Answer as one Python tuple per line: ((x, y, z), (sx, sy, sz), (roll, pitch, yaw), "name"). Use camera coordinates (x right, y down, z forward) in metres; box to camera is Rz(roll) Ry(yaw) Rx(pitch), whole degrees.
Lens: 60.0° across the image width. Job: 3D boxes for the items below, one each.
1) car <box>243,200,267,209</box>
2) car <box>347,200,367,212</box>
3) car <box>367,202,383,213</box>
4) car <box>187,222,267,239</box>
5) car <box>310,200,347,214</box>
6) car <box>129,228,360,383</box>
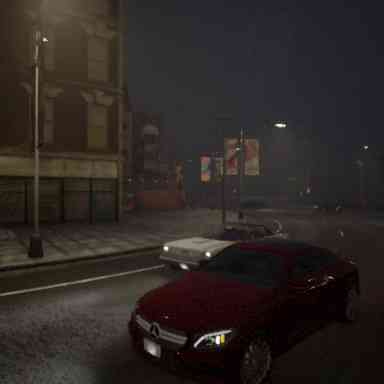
((9.231, 1.806, 48.999), (1.994, 1.385, 4.181), (0, 0, -21), "car")
((21.363, 1.764, 43.166), (2.002, 1.452, 4.674), (0, 0, -12), "car")
((22.335, 1.821, 37.518), (1.895, 1.301, 4.718), (0, 0, -2), "car")
((1.214, 1.644, 10.335), (1.895, 1.301, 4.718), (0, 0, 40), "car")
((15.386, 1.706, 38.435), (1.837, 1.490, 4.892), (0, -1, -7), "car")
((1.208, 1.551, 5.461), (4.674, 1.442, 1.812), (0, 0, -44), "car")
